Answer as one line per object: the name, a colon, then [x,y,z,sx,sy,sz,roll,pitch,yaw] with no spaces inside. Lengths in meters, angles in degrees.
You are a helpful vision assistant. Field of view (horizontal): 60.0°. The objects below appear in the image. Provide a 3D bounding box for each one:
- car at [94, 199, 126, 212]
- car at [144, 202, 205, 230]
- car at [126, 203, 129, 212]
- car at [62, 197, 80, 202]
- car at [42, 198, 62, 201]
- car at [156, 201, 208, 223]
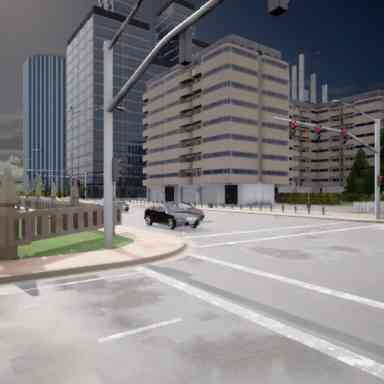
car: [-8.115,1.526,30.731,1.812,1.442,4.674,0,0,-35]
car: [-1.382,1.492,21.218,2.128,1.511,4.902,0,0,-34]
car: [-8.747,1.491,37.655,2.128,1.511,4.902,0,0,-35]
car: [-19.125,1.480,52.366,1.882,1.535,5.008,0,0,-35]
car: [-21.484,1.548,49.635,2.033,1.411,5.357,0,0,-35]
car: [-0.906,1.526,26.685,1.812,1.442,4.674,0,0,-36]
